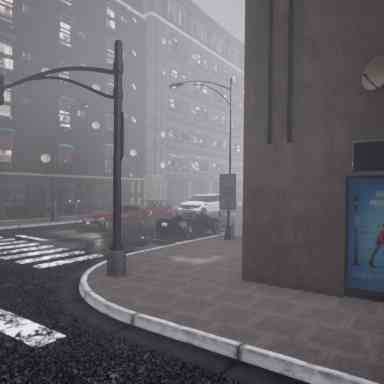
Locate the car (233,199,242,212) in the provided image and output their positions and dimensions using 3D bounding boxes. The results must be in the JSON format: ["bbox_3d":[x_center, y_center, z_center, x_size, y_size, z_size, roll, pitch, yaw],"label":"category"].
[{"bbox_3d":[3.027,1.224,36.009,2.192,1.841,5.009,1,1,35],"label":"car"}]

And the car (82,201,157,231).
[{"bbox_3d":[-4.586,1.487,20.843,1.812,1.442,4.674,1,1,35],"label":"car"}]

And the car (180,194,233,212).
[{"bbox_3d":[1.080,1.171,28.932,2.150,2.045,5.566,1,1,35],"label":"car"}]

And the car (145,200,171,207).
[{"bbox_3d":[-3.384,1.362,26.854,1.967,1.590,4.097,1,1,35],"label":"car"}]

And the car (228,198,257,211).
[{"bbox_3d":[6.228,1.484,40.589,1.802,1.307,4.206,1,1,35],"label":"car"}]

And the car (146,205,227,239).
[{"bbox_3d":[-0.134,1.599,17.759,1.947,1.339,4.313,1,1,35],"label":"car"}]
